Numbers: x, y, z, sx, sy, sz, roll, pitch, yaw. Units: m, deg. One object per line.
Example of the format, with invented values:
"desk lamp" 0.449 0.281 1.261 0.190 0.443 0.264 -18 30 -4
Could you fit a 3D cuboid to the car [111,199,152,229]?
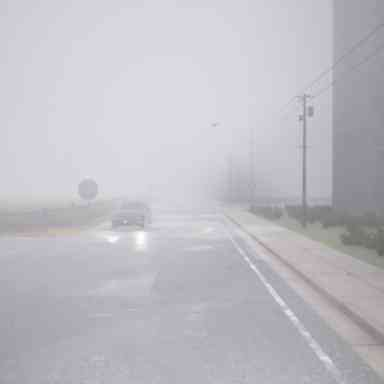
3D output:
"car" -3.504 1.238 19.892 1.837 1.490 4.892 0 2 0
